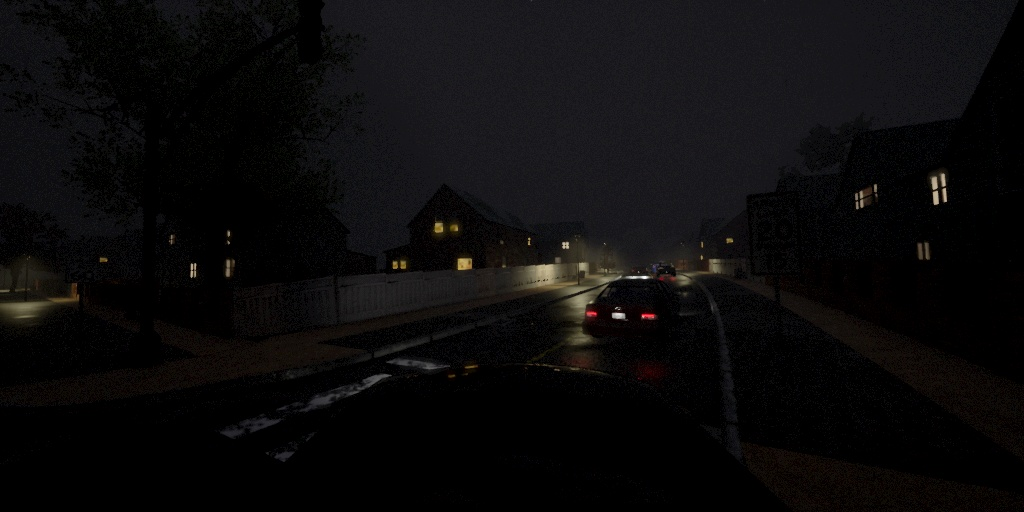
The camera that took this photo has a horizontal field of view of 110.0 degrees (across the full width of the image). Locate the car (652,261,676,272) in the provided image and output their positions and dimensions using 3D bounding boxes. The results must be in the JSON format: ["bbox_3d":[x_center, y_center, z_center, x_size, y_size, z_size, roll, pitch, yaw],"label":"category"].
[{"bbox_3d":[16.838,1.472,39.368,2.128,1.511,4.902,-2,-1,20],"label":"car"}]

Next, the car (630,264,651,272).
[{"bbox_3d":[15.259,1.669,43.104,1.994,1.385,4.181,-2,-1,20],"label":"car"}]

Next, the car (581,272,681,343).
[{"bbox_3d":[3.471,1.327,9.844,2.033,1.411,5.357,-3,-1,28],"label":"car"}]
